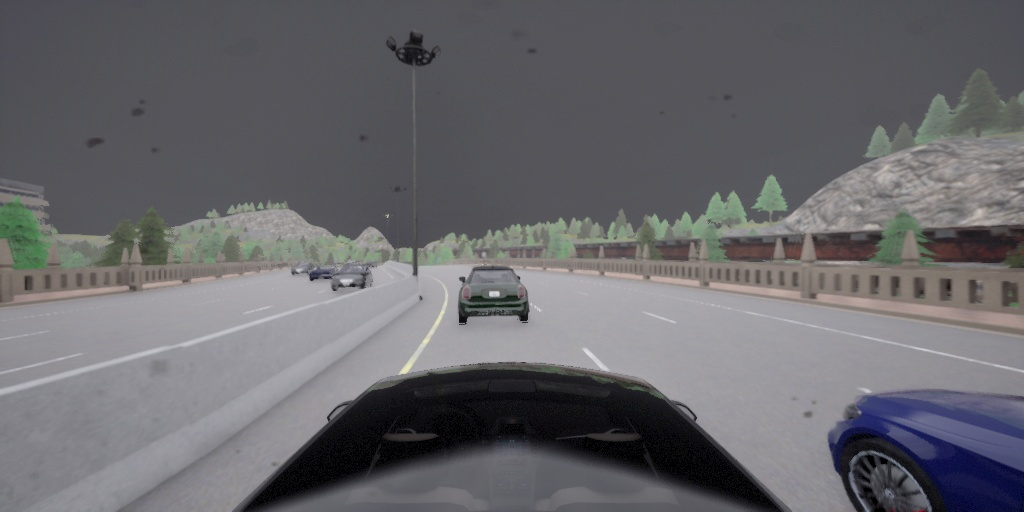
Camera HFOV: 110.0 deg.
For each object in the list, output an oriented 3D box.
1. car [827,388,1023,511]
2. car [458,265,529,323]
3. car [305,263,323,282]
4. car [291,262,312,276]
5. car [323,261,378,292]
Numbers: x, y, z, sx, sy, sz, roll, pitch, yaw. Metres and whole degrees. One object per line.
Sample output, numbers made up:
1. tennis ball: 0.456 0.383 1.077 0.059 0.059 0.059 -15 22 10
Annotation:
1. car: 3.470 1.261 0.927 1.812 1.442 4.674 0 0 0
2. car: -0.739 1.100 12.297 2.097 1.767 4.553 0 0 -6
3. car: -15.750 1.447 30.328 1.895 1.301 4.718 0 0 -19
4. car: -23.060 1.392 39.694 2.128 1.511 4.902 0 0 -21
5. car: -9.749 1.292 22.184 2.128 1.511 4.902 0 0 -14
